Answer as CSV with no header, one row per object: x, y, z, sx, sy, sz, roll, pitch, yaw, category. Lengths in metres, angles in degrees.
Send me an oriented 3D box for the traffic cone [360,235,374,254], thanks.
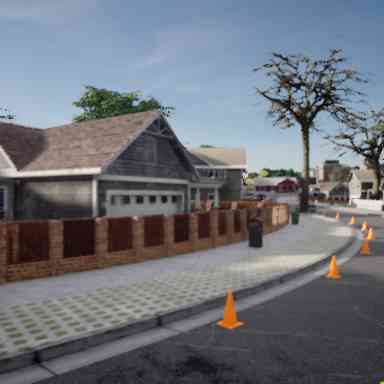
6.770,2.075,12.949,0.340,0.580,0.340,0,0,34,traffic cone

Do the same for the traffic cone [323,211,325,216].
14.082,2.249,35.425,0.340,0.580,0.340,0,0,8,traffic cone

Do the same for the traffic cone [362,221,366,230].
11.077,2.145,21.314,0.340,0.580,0.340,0,0,21,traffic cone

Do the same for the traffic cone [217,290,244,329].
0.666,2.005,5.792,0.340,0.580,0.340,1,-1,-43,traffic cone

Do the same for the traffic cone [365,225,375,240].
9.165,2.110,17.007,0.340,0.580,0.340,0,0,27,traffic cone

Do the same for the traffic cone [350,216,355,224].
12.480,2.179,25.812,0.340,0.580,0.340,0,0,14,traffic cone

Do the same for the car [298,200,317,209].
18.529,1.970,53.659,2.033,1.411,5.357,0,0,5,car

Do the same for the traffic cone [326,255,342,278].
3.925,2.041,9.195,0.340,0.580,0.340,0,-1,40,traffic cone
